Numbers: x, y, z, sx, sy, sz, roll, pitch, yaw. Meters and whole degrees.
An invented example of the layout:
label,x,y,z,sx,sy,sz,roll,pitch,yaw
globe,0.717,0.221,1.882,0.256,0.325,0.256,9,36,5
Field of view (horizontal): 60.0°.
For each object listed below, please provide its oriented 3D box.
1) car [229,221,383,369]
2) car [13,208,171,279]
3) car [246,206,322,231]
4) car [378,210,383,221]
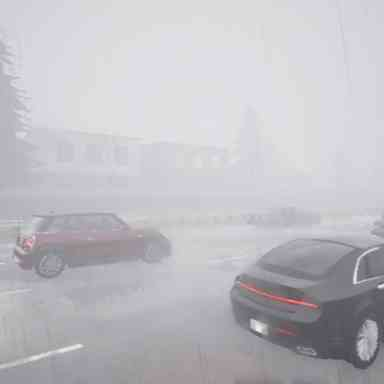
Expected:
label,x,y,z,sx,sy,sz,roll,pitch,yaw
car,2.845,1.510,5.779,4.892,1.490,1.837,0,0,-36
car,-2.897,1.353,10.280,4.553,1.767,2.097,0,0,-36
car,5.808,1.559,20.798,5.357,1.411,2.033,0,0,-36
car,10.443,1.560,15.506,5.357,1.411,2.033,0,0,-36
